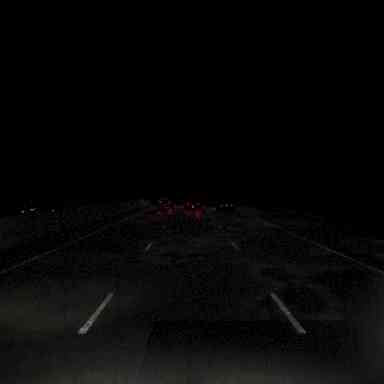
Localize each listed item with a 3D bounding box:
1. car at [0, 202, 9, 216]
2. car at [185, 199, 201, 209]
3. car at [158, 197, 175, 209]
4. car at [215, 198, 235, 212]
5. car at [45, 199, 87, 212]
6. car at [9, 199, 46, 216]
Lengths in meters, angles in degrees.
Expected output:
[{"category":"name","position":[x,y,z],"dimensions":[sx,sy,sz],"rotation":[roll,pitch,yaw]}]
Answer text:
[{"category":"car","position":[-17.585,1.507,28.969],"dimensions":[1.895,1.301,4.718],"rotation":[0,0,0]},{"category":"car","position":[0.119,1.468,41.482],"dimensions":[1.895,1.301,4.718],"rotation":[0,0,0]},{"category":"car","position":[-3.379,1.388,43.733],"dimensions":[1.812,1.442,4.674],"rotation":[0,0,0]},{"category":"car","position":[3.617,1.428,37.154],"dimensions":[2.033,1.411,5.357],"rotation":[0,0,0]},{"category":"car","position":[-10.584,1.411,28.969],"dimensions":[1.837,1.490,4.892],"rotation":[0,0,0]},{"category":"car","position":[-14.083,1.408,30.141],"dimensions":[1.837,1.490,4.892],"rotation":[0,0,0]}]
